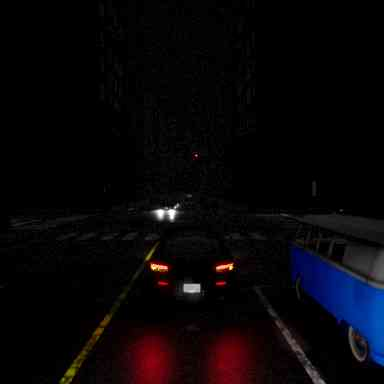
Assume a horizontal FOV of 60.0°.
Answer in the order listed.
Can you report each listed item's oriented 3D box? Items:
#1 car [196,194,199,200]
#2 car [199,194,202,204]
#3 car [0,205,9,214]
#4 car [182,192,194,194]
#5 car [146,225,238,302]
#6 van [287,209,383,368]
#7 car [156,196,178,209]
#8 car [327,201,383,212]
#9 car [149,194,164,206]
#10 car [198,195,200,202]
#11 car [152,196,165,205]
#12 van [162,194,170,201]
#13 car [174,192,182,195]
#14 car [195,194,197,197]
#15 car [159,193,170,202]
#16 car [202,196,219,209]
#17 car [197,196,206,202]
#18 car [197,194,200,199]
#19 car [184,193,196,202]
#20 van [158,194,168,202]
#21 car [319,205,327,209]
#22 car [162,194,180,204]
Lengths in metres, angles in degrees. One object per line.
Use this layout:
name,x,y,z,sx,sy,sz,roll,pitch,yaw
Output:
car,2.349,1.515,66.762,1.887,1.381,4.507,0,0,-1
car,2.575,1.424,50.184,1.967,1.590,4.097,0,0,-1
car,-20.270,1.549,31.702,4.718,1.301,1.895,0,0,-1
car,-0.746,1.069,84.216,2.150,2.045,5.566,0,0,-1
car,0.000,1.525,8.148,1.812,1.442,4.674,0,0,0
van,2.854,1.340,5.470,1.690,1.788,3.998,0,0,0
car,-3.304,1.588,44.679,1.895,1.301,4.718,0,0,-1
car,14.605,1.515,28.854,4.674,1.442,1.812,0,0,-3
car,-6.025,1.295,55.594,2.192,1.841,5.009,0,0,-1
car,2.500,1.531,55.710,2.008,1.369,4.403,0,0,-1
car,-6.100,1.527,61.120,2.008,1.369,4.403,0,0,-1
van,-6.400,1.293,83.220,1.690,1.788,3.998,0,0,-1
car,-3.523,1.325,64.657,2.097,1.767,4.553,0,0,0
car,2.274,1.516,72.286,2.008,1.369,4.403,0,0,-1
car,-6.327,1.274,77.696,2.192,1.841,5.009,0,0,-1
car,2.649,1.512,44.829,1.752,1.417,4.829,0,0,-1
car,2.198,1.540,77.812,1.802,1.307,4.206,0,0,-1
car,2.425,1.541,61.236,1.947,1.339,4.313,0,0,-1
car,-0.610,1.555,74.216,1.895,1.301,4.718,0,0,-1
van,-6.251,1.306,72.170,1.690,1.788,3.998,0,0,-1
car,14.420,1.581,32.105,4.718,1.301,1.895,0,0,2
car,-3.431,1.545,54.634,1.994,1.385,4.181,0,0,-1
